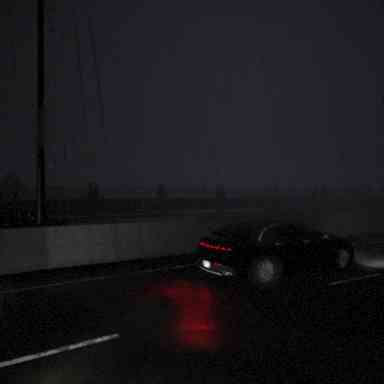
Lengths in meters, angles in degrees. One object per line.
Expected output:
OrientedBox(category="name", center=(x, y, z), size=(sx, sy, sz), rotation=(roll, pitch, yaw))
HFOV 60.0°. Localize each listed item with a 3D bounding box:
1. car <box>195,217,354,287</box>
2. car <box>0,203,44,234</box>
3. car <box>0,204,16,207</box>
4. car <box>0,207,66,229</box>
OrientedBox(category="car", center=(2.427, 1.464, 9.188), size=(4.892, 1.490, 1.837), rotation=(0, 0, -31))
OrientedBox(category="car", center=(-10.713, 1.410, 17.617), size=(5.008, 1.535, 1.882), rotation=(0, 0, -34))
OrientedBox(category="car", center=(-9.421, 1.437, 14.253), size=(4.902, 1.511, 2.128), rotation=(0, 0, -34))
OrientedBox(category="car", center=(-6.937, 1.446, 11.736), size=(4.902, 1.511, 2.128), rotation=(0, 0, -34))
